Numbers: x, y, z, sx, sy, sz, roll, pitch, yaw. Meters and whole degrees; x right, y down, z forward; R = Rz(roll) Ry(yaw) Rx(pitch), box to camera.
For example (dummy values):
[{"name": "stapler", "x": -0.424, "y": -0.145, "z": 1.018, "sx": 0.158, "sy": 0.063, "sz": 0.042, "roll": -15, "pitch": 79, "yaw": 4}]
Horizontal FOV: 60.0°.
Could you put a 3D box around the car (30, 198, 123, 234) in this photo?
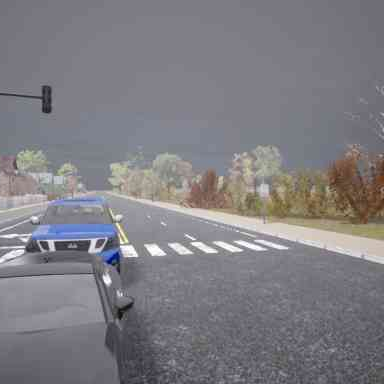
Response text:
[{"name": "car", "x": -3.363, "y": 1.218, "z": 9.962, "sx": 2.150, "sy": 2.045, "sz": 5.566, "roll": 0, "pitch": 0, "yaw": -15}]

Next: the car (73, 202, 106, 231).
[{"name": "car", "x": -6.625, "y": 1.468, "z": 21.769, "sx": 1.882, "sy": 1.535, "sz": 5.008, "roll": 0, "pitch": 0, "yaw": -16}]

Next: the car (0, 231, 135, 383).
[{"name": "car", "x": -1.705, "y": 1.524, "z": 3.878, "sx": 1.812, "sy": 1.442, "sz": 4.674, "roll": 0, "pitch": 0, "yaw": -13}]

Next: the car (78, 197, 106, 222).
[{"name": "car", "x": -8.202, "y": 1.338, "z": 27.498, "sx": 2.097, "sy": 1.767, "sz": 4.553, "roll": 0, "pitch": 0, "yaw": -15}]

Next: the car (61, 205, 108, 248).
[{"name": "car", "x": -5.039, "y": 1.499, "z": 16.028, "sx": 1.837, "sy": 1.490, "sz": 4.892, "roll": 0, "pitch": 0, "yaw": -15}]
